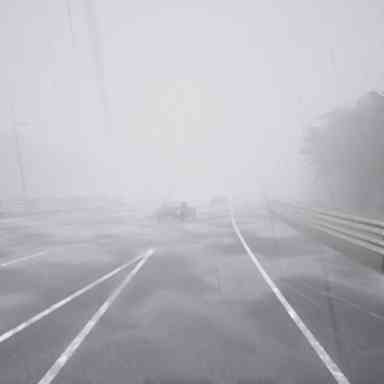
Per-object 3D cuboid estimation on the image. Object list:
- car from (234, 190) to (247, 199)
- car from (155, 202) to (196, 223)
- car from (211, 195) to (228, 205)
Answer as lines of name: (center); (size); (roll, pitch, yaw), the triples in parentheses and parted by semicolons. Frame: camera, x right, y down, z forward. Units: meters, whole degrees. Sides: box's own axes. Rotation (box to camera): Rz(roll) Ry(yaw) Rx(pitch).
car: (10.354, 0.799, 72.559); (1.895, 1.301, 4.718); (0, 1, 14)
car: (-1.002, 1.341, 23.321); (1.895, 1.301, 4.718); (0, 1, 12)
car: (3.810, 1.045, 45.491); (2.033, 1.411, 5.357); (0, 1, 13)
